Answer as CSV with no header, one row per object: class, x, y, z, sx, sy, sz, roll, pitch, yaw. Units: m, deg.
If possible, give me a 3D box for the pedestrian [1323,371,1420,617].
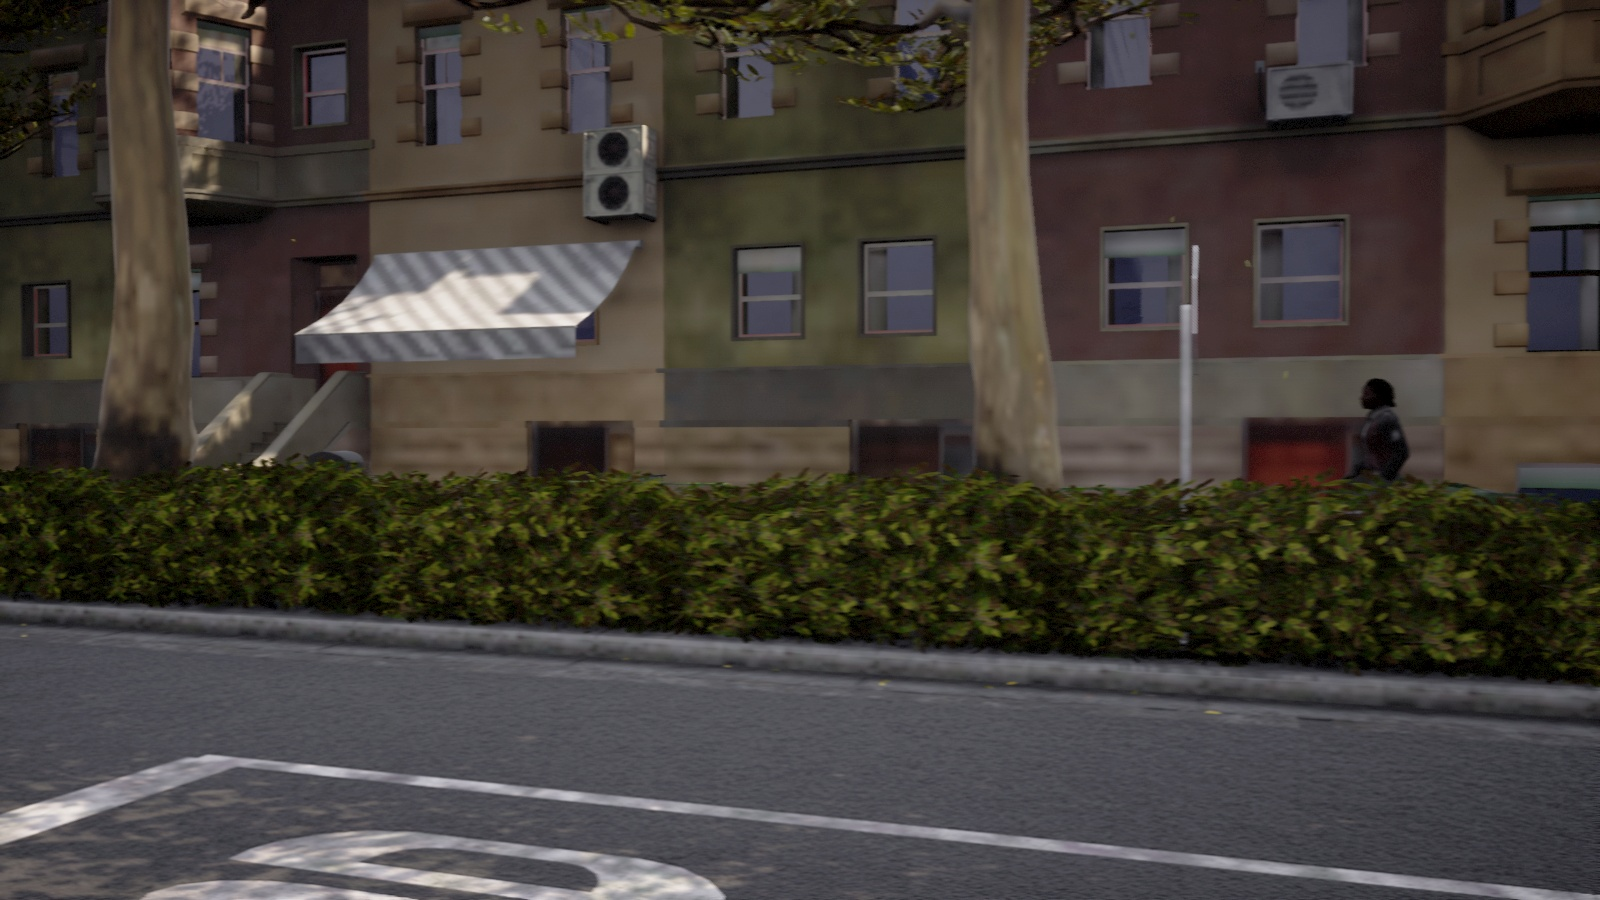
pedestrian,4.610,0.339,10.152,0.666,1.930,0.402,1,1,20
